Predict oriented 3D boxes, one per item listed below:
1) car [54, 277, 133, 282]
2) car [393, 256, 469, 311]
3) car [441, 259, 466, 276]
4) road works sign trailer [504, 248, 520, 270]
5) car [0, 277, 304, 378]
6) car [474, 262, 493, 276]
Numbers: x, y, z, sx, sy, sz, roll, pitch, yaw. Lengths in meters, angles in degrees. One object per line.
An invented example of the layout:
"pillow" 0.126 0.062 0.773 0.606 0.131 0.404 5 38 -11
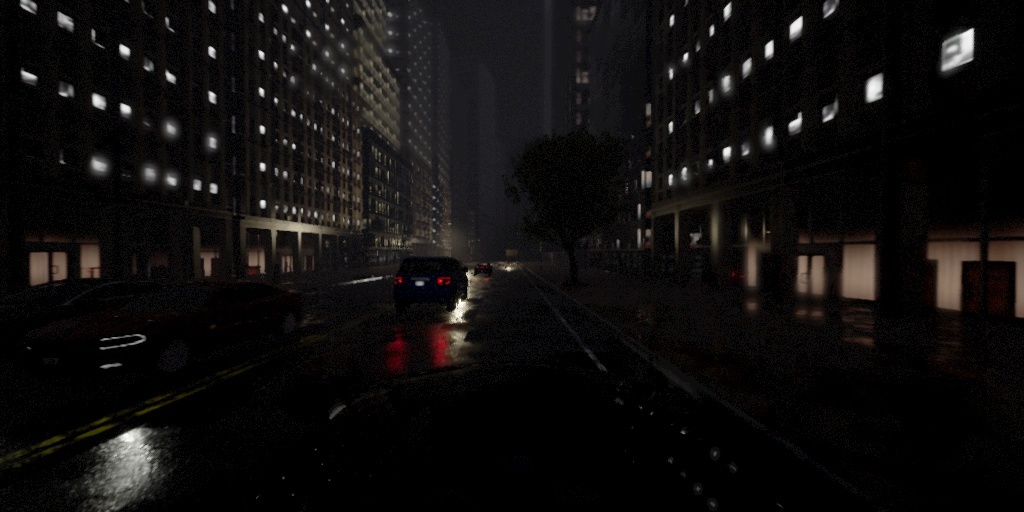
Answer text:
"car" -9.833 1.271 8.262 2.128 1.511 4.902 0 0 0
"car" -3.154 1.033 14.937 2.150 2.045 5.566 0 0 0
"car" -6.596 1.280 40.799 2.097 1.767 4.553 0 0 0
"road works sign trailer" -0.011 0.481 61.235 2.380 3.560 2.880 0 0 1
"car" -6.584 1.254 7.634 1.882 1.535 5.008 0 -1 0
"car" -3.161 1.419 40.148 2.128 1.511 4.902 0 0 0
